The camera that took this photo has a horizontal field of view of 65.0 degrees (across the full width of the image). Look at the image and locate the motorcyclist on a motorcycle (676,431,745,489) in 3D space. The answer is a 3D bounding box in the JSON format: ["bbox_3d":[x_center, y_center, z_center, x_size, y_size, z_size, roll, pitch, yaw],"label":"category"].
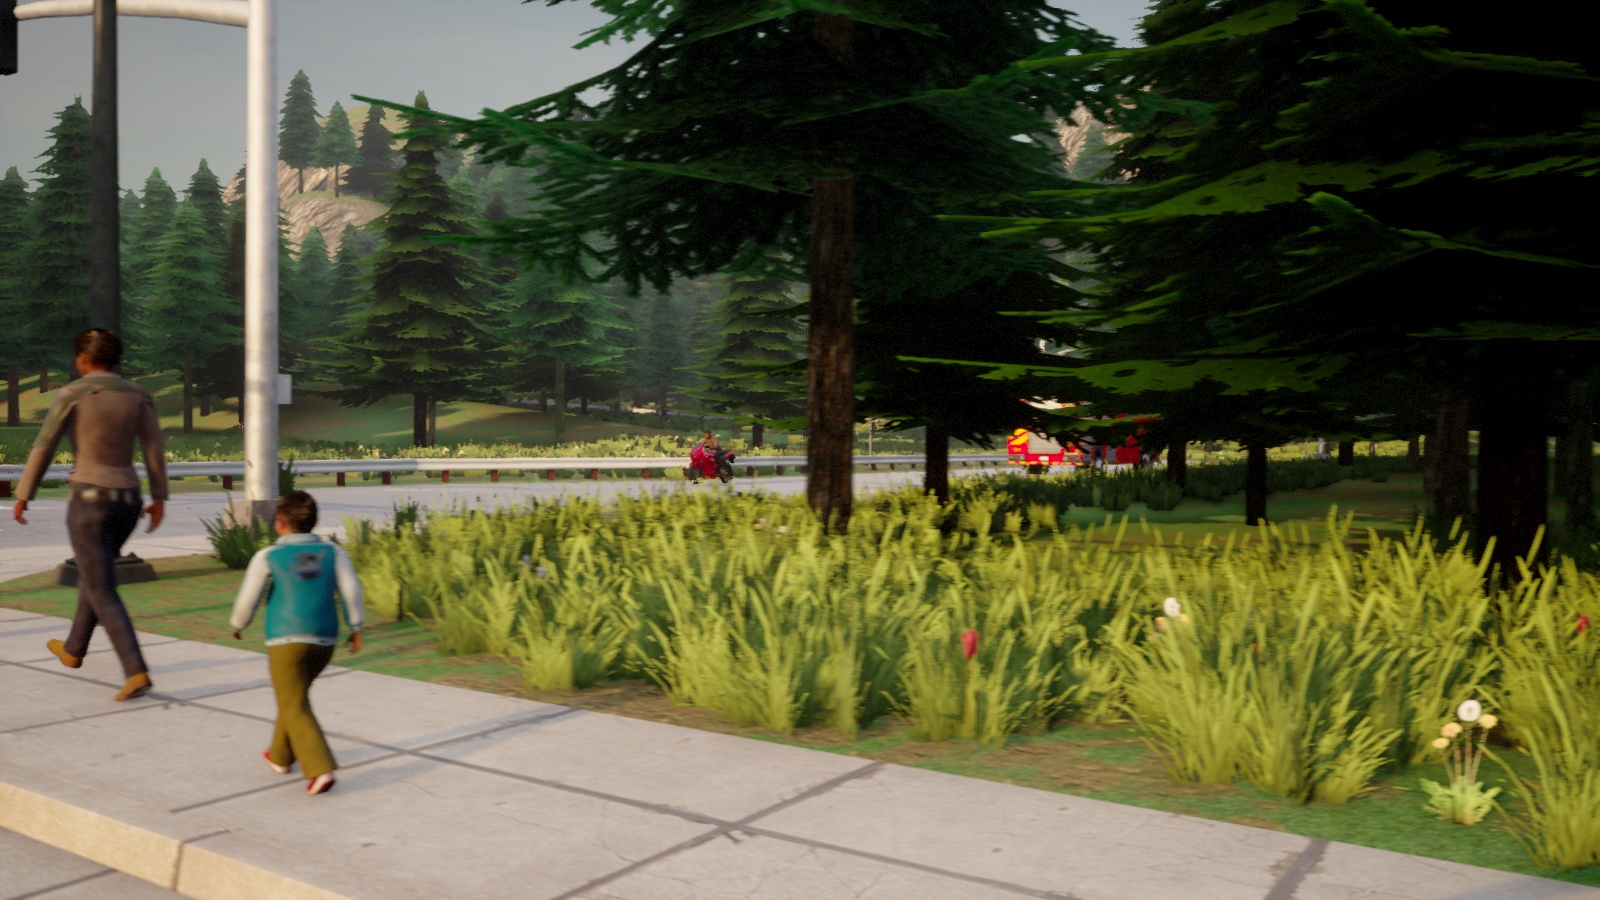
[{"bbox_3d":[-2.410,0.245,34.101,0.797,1.523,2.044,0,1,33],"label":"motorcyclist on a motorcycle"}]

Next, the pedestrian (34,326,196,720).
[{"bbox_3d":[-3.357,0.334,6.138,0.869,1.805,0.328,0,1,36],"label":"pedestrian"}]

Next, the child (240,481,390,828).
[{"bbox_3d":[-1.799,0.720,4.654,0.448,1.192,0.343,0,1,43],"label":"child"}]

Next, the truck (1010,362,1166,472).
[{"bbox_3d":[11.231,-1.218,48.218,2.891,3.827,8.468,0,1,35],"label":"truck"}]
